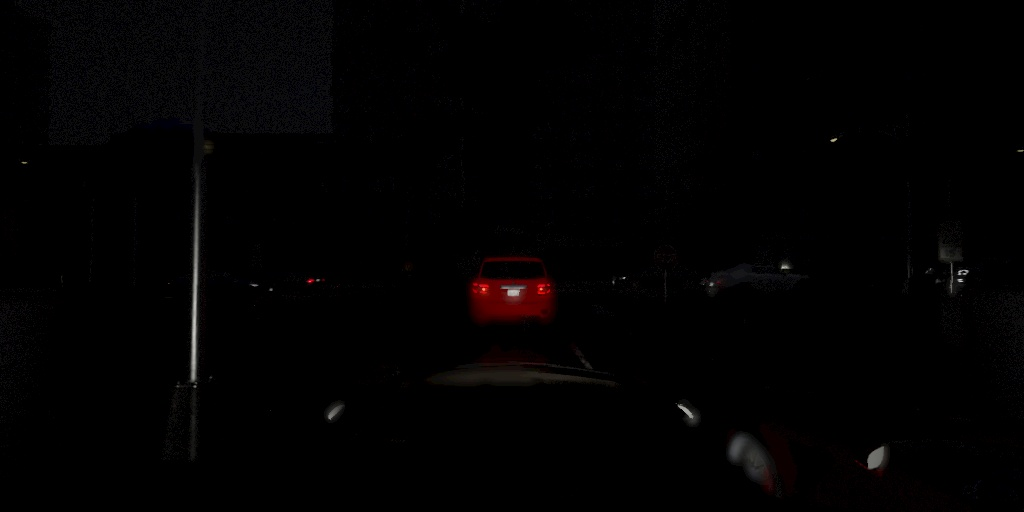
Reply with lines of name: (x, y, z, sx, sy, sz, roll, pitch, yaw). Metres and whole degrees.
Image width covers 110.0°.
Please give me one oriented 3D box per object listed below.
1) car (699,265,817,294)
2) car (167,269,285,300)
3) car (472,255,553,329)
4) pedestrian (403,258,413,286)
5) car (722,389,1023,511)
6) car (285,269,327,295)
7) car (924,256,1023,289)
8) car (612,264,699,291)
car: (12.066, 1.136, 17.497, 4.674, 1.442, 1.812, -1, -1, 0)
car: (-14.173, 1.400, 17.619, 4.674, 1.442, 1.812, -1, -1, 0)
car: (-0.062, 0.977, 11.375, 2.150, 2.045, 5.566, 0, 0, -2)
pedestrian: (-6.812, 1.045, 23.453, 0.375, 1.860, 0.375, 0, -1, 0)
car: (2.638, 1.332, 1.365, 1.802, 1.307, 4.207, 0, 0, 0)
car: (-13.617, 1.472, 20.566, 5.357, 1.411, 2.033, -1, -1, 0)
car: (26.539, 0.902, 20.385, 4.553, 1.767, 2.097, 0, -1, 0)
car: (8.251, 1.190, 20.460, 4.902, 1.511, 2.128, -1, -1, 1)
